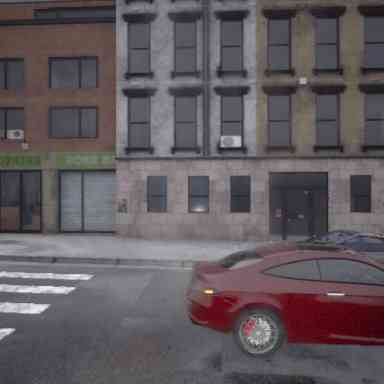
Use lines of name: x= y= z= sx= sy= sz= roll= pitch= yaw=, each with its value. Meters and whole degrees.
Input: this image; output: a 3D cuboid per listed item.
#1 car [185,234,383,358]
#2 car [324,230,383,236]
car: x=2.238 y=1.559 z=5.310 sx=4.674 sy=1.442 sz=1.812 roll=1 pitch=0 yaw=3
car: x=3.813 y=1.645 z=8.181 sx=4.181 sy=1.385 sz=1.994 roll=1 pitch=0 yaw=3
